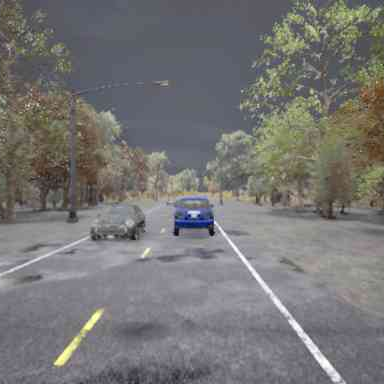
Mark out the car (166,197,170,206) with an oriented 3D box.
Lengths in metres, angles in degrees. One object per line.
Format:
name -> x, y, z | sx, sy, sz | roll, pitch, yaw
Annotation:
car -> -3.495, 1.638, 58.216 | 2.128, 1.511, 4.902 | 0, 0, 1

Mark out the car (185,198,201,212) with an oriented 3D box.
car -> 0.130, 1.586, 41.052 | 1.882, 1.535, 5.008 | 0, 0, 0

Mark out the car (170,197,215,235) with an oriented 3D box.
car -> 0.115, 1.281, 19.415 | 2.150, 2.045, 5.566 | 0, 0, 0

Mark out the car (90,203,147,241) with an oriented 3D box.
car -> -3.586, 1.403, 16.916 | 2.097, 1.767, 4.553 | 0, 0, 0
